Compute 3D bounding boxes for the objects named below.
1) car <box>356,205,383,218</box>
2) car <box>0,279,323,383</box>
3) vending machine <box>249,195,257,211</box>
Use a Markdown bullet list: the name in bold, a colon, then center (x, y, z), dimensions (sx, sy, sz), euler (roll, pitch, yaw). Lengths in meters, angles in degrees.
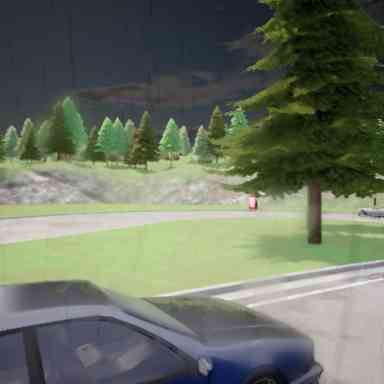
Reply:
- **car**: center (17.872, 1.835, 30.729), dimensions (1.895, 1.301, 4.718), euler (1, 0, -35)
- **car**: center (-1.266, 1.544, 2.768), dimensions (5.357, 1.411, 2.033), euler (1, 0, -33)
- **vending machine**: center (7.944, 1.390, 43.238), dimensions (0.880, 2.100, 1.100), euler (0, 0, 2)
